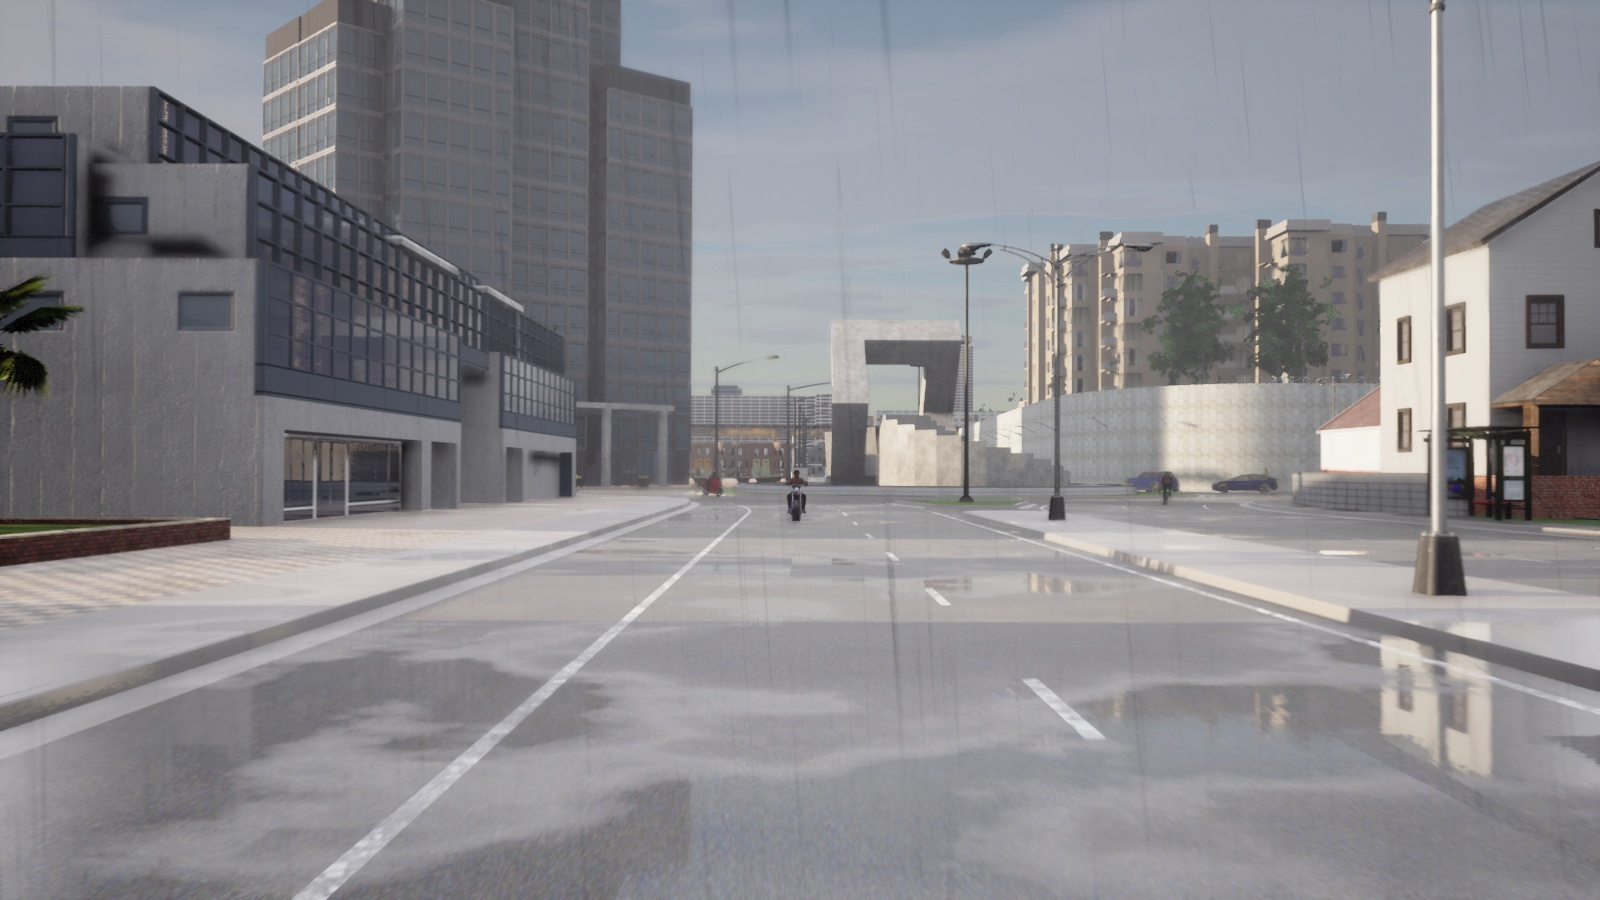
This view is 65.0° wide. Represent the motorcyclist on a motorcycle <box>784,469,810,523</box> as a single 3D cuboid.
[{"bbox_3d":[-0.095,1.425,39.370,0.766,1.649,2.350,0,-1,0],"label":"motorcyclist on a motorcycle"}]

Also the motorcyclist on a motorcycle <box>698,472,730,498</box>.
[{"bbox_3d":[-5.075,2.056,74.027,0.797,1.523,2.044,1,-2,-39],"label":"motorcyclist on a motorcycle"}]
